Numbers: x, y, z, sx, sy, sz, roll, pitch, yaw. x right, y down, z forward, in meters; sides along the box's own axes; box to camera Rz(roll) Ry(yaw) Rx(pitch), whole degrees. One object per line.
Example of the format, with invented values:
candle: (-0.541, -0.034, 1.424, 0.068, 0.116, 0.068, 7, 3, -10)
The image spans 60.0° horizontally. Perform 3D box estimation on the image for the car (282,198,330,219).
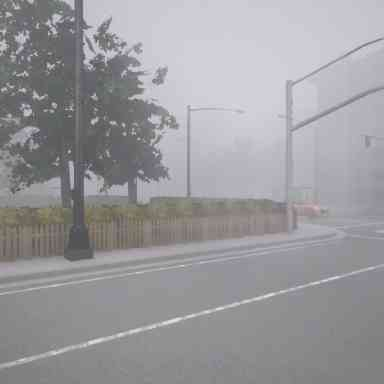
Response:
car: (9.837, 1.355, 29.540, 2.097, 1.767, 4.553, 0, 0, -35)

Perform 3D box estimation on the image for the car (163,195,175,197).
car: (-4.340, 1.355, 56.454, 2.097, 1.767, 4.553, 0, 0, -34)
